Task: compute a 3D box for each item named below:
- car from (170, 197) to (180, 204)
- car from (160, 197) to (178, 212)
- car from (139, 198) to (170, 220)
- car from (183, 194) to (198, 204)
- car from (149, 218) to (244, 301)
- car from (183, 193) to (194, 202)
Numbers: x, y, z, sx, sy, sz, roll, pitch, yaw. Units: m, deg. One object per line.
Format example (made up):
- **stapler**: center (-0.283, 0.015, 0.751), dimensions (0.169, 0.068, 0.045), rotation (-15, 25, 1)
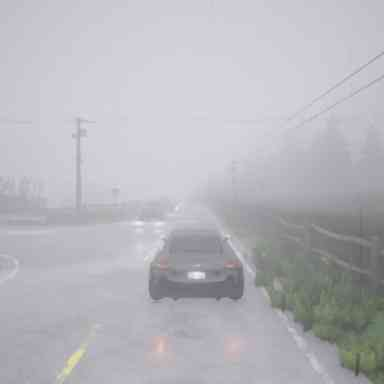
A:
- **car**: center (-3.528, 1.594, 67.171), dimensions (1.895, 1.301, 4.718), rotation (0, 0, -4)
- **car**: center (-3.055, 1.347, 37.882), dimensions (2.097, 1.767, 4.553), rotation (0, 0, 0)
- **car**: center (-3.207, 1.501, 27.961), dimensions (1.837, 1.490, 4.892), rotation (0, 0, 2)
- **car**: center (-0.101, 1.343, 63.159), dimensions (2.097, 1.767, 4.553), rotation (0, 0, -4)
- **car**: center (0.082, 1.563, 8.370), dimensions (1.994, 1.385, 4.181), rotation (0, 0, 0)
- **car**: center (-0.761, 1.177, 73.217), dimensions (2.097, 1.767, 4.553), rotation (0, 0, -5)
